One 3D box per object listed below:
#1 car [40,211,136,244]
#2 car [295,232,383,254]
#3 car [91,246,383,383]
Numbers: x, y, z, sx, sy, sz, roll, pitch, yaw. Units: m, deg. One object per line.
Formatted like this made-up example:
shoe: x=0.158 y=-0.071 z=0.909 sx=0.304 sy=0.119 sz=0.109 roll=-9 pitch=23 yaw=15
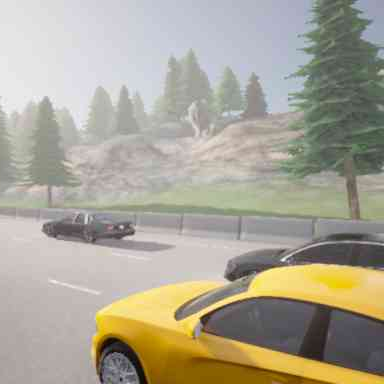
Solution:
car: x=-5.179 y=1.626 z=16.284 sx=5.357 sy=1.411 sz=2.033 roll=0 pitch=0 yaw=35
car: x=2.910 y=1.517 z=6.216 sx=4.892 sy=1.490 sz=1.837 roll=0 pitch=0 yaw=35
car: x=1.113 y=1.484 z=3.199 sx=5.008 sy=1.535 sz=1.882 roll=0 pitch=0 yaw=35
